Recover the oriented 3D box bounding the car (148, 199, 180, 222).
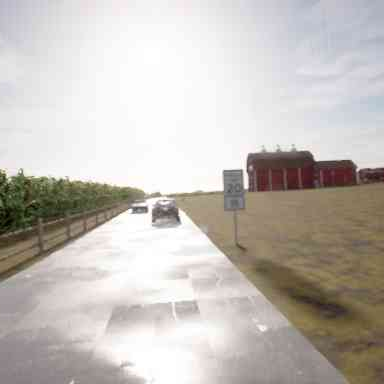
[{"bbox_3d":[-2.151,1.316,26.642,2.097,1.767,4.553,-3,0,-5],"label":"car"}]

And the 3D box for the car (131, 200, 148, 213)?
[{"bbox_3d":[-5.978,1.604,38.934,2.033,1.411,5.357,-3,0,-5],"label":"car"}]
